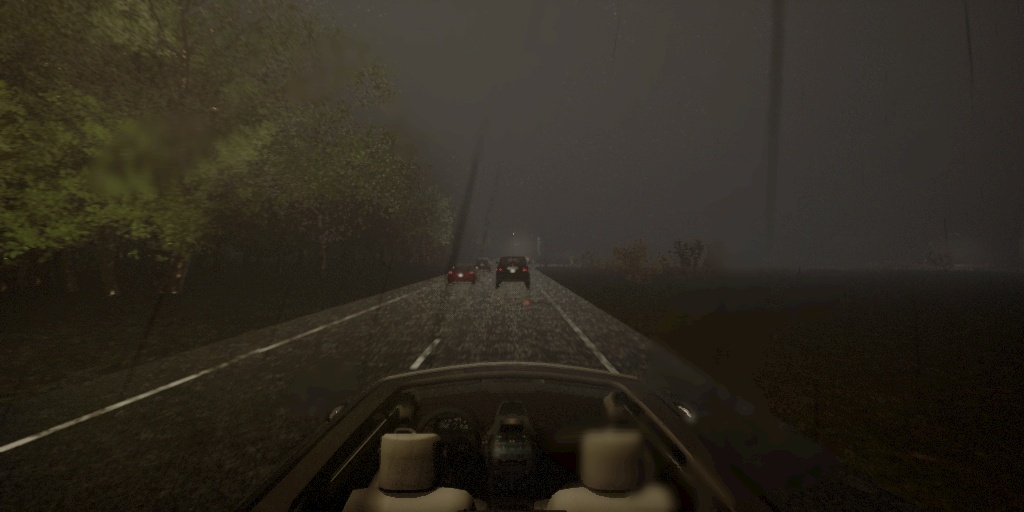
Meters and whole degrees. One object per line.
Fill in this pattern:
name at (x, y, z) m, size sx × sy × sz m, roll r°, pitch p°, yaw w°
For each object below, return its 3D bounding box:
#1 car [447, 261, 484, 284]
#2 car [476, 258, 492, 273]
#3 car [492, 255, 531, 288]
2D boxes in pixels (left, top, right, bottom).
car at (-3.426, 1.265, 26.074) m, size 1.994 × 1.385 × 4.181 m, roll 0°, pitch 0°, yaw 0°
car at (-3.408, 1.015, 42.634) m, size 2.097 × 1.767 × 4.553 m, roll 0°, pitch 0°, yaw 0°
car at (0.062, 0.931, 23.509) m, size 2.150 × 2.045 × 5.566 m, roll 0°, pitch 0°, yaw 0°
